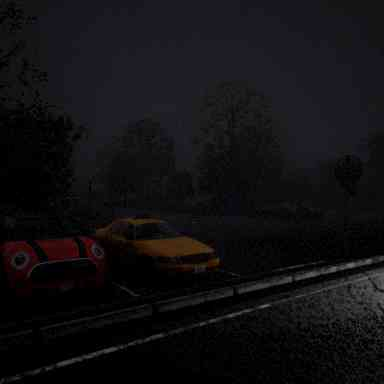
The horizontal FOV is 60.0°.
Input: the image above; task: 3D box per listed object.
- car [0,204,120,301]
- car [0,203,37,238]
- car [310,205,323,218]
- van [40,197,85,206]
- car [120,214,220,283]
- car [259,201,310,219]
[{"bbox_3d":[-3.864,1.348,8.569,2.185,1.767,4.553,0,0,-36],"label":"car"},{"bbox_3d":[-10.508,1.475,19.094,1.946,1.575,5.366,0,0,-36],"label":"car"},{"bbox_3d":[11.290,1.747,34.615,2.185,1.767,4.553,1,-1,-36],"label":"car"},{"bbox_3d":[-8.065,1.266,20.485,1.878,1.987,4.442,0,0,-36],"label":"van"},{"bbox_3d":[-1.372,1.484,10.102,1.946,1.575,5.366,0,0,-36],"label":"car"},{"bbox_3d":[8.743,1.845,32.721,2.002,1.452,4.674,2,-1,-36],"label":"car"}]
